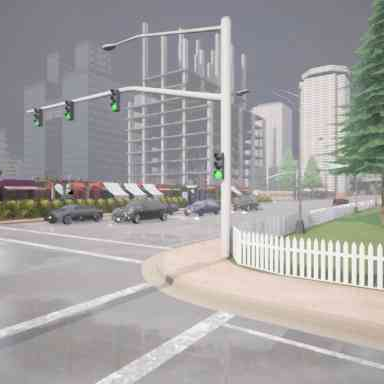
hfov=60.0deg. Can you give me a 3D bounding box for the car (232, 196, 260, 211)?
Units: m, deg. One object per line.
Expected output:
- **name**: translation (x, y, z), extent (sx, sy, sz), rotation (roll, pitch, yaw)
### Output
- **car**: translation (6.696, 1.505, 40.759), extent (1.837, 1.490, 4.892), rotation (0, 0, 34)

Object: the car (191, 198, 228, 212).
- **car**: translation (2.223, 1.547, 40.411), extent (2.033, 1.411, 5.357), rotation (0, 0, 34)

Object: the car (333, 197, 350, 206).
- **car**: translation (24.103, 1.478, 53.649), extent (1.882, 1.535, 5.008), rotation (0, 0, 34)

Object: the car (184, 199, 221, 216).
- **car**: translation (1.060, 1.526, 32.433), extent (1.812, 1.442, 4.674), rotation (0, 0, 34)

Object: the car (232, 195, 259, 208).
- **car**: translation (7.927, 1.352, 48.764), extent (2.097, 1.767, 4.553), rotation (0, 0, 35)

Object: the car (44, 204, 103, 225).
- **car**: translation (-8.606, 1.564, 24.422), extent (1.994, 1.385, 4.181), rotation (0, 0, 34)

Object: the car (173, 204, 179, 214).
- **car**: translation (-3.423, 1.547, 32.076), extent (2.033, 1.411, 5.357), rotation (0, 0, 34)

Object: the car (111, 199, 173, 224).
- **car**: translation (-3.892, 1.352, 25.140), extent (2.097, 1.767, 4.553), rotation (0, 0, 34)
